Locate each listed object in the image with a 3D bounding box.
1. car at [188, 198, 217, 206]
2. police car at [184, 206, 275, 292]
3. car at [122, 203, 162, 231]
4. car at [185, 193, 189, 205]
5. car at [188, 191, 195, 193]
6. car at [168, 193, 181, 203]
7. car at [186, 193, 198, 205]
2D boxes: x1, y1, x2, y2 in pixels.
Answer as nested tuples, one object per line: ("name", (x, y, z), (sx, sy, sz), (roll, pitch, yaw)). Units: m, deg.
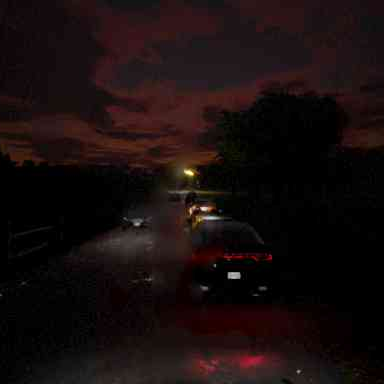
("car", (0.807, 1.368, 19.120), (1.801, 1.575, 5.366), (0, 1, 0))
("police car", (0.816, 1.402, 9.040), (1.930, 1.638, 5.238), (0, 0, 0))
("car", (-2.868, 1.398, 19.799), (2.128, 1.511, 4.902), (0, 0, 0))
("car", (-0.003, 1.150, 46.640), (1.895, 1.301, 4.718), (0, 1, 1))
("car", (-0.061, 0.574, 65.745), (2.033, 1.411, 5.357), (0, 2, 0))
("car", (-2.800, 0.875, 53.209), (1.882, 1.535, 5.008), (0, 1, 0))
("car", (0.801, 1.211, 24.901), (2.097, 1.767, 4.553), (0, 1, 0))
